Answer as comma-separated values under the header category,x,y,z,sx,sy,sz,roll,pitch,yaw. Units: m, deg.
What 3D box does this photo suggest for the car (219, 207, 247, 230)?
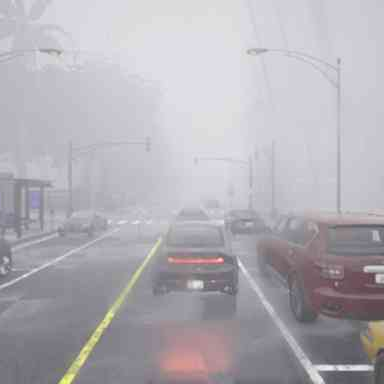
category,x,y,z,sx,sy,sz,roll,pitch,yaw
car,2.767,1.573,17.991,1.947,1.339,4.313,0,0,0

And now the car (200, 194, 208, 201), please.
category,x,y,z,sx,sy,sz,roll,pitch,yaw
car,2.780,1.532,55.438,1.752,1.417,4.829,0,0,0

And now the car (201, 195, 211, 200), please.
category,x,y,z,sx,sy,sz,roll,pitch,yaw
car,2.778,1.573,49.848,1.947,1.339,4.313,0,0,0

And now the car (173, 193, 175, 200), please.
category,x,y,z,sx,sy,sz,roll,pitch,yaw
car,-5.739,1.309,76.973,2.192,1.841,5.009,0,0,0

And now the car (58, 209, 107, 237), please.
category,x,y,z,sx,sy,sz,roll,pitch,yaw
car,-5.759,1.589,18.012,1.802,1.307,4.206,0,0,0

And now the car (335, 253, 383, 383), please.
category,x,y,z,sx,sy,sz,roll,pitch,yaw
car,2.761,1.526,1.885,1.752,1.417,4.829,0,0,0

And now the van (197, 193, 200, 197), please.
category,x,y,z,sx,sy,sz,roll,pitch,yaw
van,2.789,1.331,82.370,1.690,1.788,3.998,0,0,0

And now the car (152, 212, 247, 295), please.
category,x,y,z,sx,sy,sz,roll,pitch,yaw
car,0.079,1.509,8.720,1.837,1.490,4.892,0,0,0

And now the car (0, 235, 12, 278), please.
category,x,y,z,sx,sy,sz,roll,pitch,yaw
car,-5.763,1.444,7.159,1.967,1.590,4.097,0,0,0

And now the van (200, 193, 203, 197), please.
category,x,y,z,sx,sy,sz,roll,pitch,yaw
van,2.781,1.346,60.689,1.690,1.788,3.998,0,0,0

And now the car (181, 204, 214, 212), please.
category,x,y,z,sx,sy,sz,roll,pitch,yaw
car,0.009,1.571,18.748,1.994,1.385,4.181,0,0,0

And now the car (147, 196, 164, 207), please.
category,x,y,z,sx,sy,sz,roll,pitch,yaw
car,-5.747,1.558,49.871,2.008,1.369,4.403,0,0,0

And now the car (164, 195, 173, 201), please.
category,x,y,z,sx,sy,sz,roll,pitch,yaw
car,-5.736,1.515,82.223,1.752,1.417,4.829,0,0,0

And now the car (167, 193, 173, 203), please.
category,x,y,z,sx,sy,sz,roll,pitch,yaw
car,-5.740,1.439,71.552,1.967,1.590,4.097,0,0,0

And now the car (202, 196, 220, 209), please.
category,x,y,z,sx,sy,sz,roll,pitch,yaw
car,2.776,1.574,44.428,1.947,1.339,4.313,0,0,0

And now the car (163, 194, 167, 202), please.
category,x,y,z,sx,sy,sz,roll,pitch,yaw
car,-5.746,1.446,55.291,1.967,1.590,4.097,0,0,0

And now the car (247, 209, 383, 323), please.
category,x,y,z,sx,sy,sz,roll,pitch,yaw
car,2.762,1.318,7.140,2.192,1.841,5.009,0,0,0

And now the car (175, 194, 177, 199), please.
category,x,y,z,sx,sy,sz,roll,pitch,yaw
car,-5.734,1.510,87.643,1.752,1.417,4.829,0,0,0
